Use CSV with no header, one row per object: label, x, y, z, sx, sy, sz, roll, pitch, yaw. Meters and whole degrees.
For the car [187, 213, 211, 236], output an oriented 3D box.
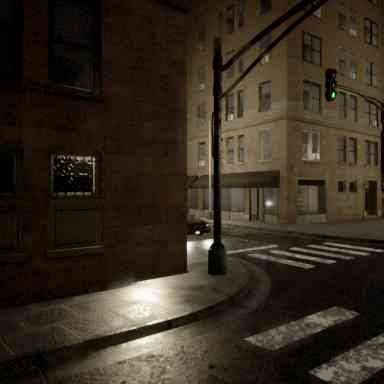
car,-1.278,1.515,17.773,2.033,1.411,5.357,0,0,-36
